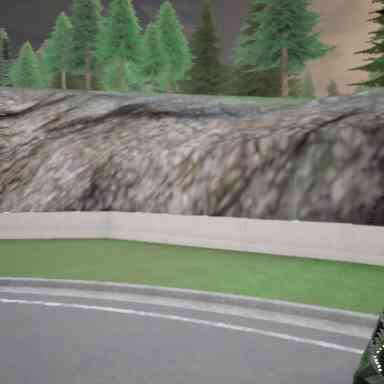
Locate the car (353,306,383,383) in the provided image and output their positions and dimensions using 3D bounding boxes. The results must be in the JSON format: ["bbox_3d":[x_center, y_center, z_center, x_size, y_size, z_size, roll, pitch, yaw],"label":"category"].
[{"bbox_3d":[3.745,1.176,1.302,5.566,2.045,2.150,0,0,44],"label":"car"}]
